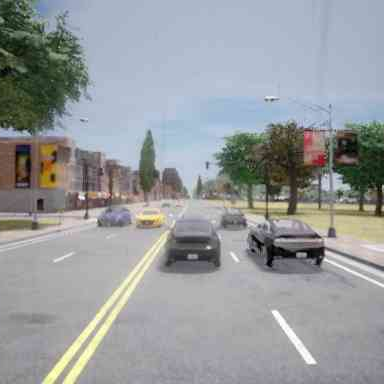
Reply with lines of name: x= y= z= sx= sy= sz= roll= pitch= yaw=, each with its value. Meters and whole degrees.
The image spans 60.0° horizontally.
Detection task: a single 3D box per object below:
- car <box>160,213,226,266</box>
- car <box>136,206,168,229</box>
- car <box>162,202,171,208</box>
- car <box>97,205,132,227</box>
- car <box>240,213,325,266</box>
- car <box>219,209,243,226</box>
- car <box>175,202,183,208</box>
car: x=0.046 y=1.739 z=12.438 sx=1.837 sy=1.490 sz=4.892 roll=0 pitch=-1 yaw=1
car: x=-3.305 y=2.115 z=27.198 sx=1.882 sy=1.535 sz=5.008 roll=0 pitch=-2 yaw=0
car: x=-6.499 y=3.237 z=84.356 sx=1.994 sy=1.385 sz=4.181 roll=0 pitch=-1 yaw=0
car: x=-6.545 y=2.026 z=28.506 sx=2.097 sy=1.767 sz=4.553 roll=0 pitch=-2 yaw=0
car: x=3.295 y=1.723 z=12.365 sx=2.128 sy=1.511 sz=4.902 roll=0 pitch=-1 yaw=1
car: x=3.291 y=2.127 z=27.124 sx=2.128 sy=1.511 sz=4.902 roll=0 pitch=-2 yaw=1
car: x=-3.249 y=3.162 z=84.357 sx=1.882 sy=1.535 sz=5.008 roll=0 pitch=-1 yaw=0
